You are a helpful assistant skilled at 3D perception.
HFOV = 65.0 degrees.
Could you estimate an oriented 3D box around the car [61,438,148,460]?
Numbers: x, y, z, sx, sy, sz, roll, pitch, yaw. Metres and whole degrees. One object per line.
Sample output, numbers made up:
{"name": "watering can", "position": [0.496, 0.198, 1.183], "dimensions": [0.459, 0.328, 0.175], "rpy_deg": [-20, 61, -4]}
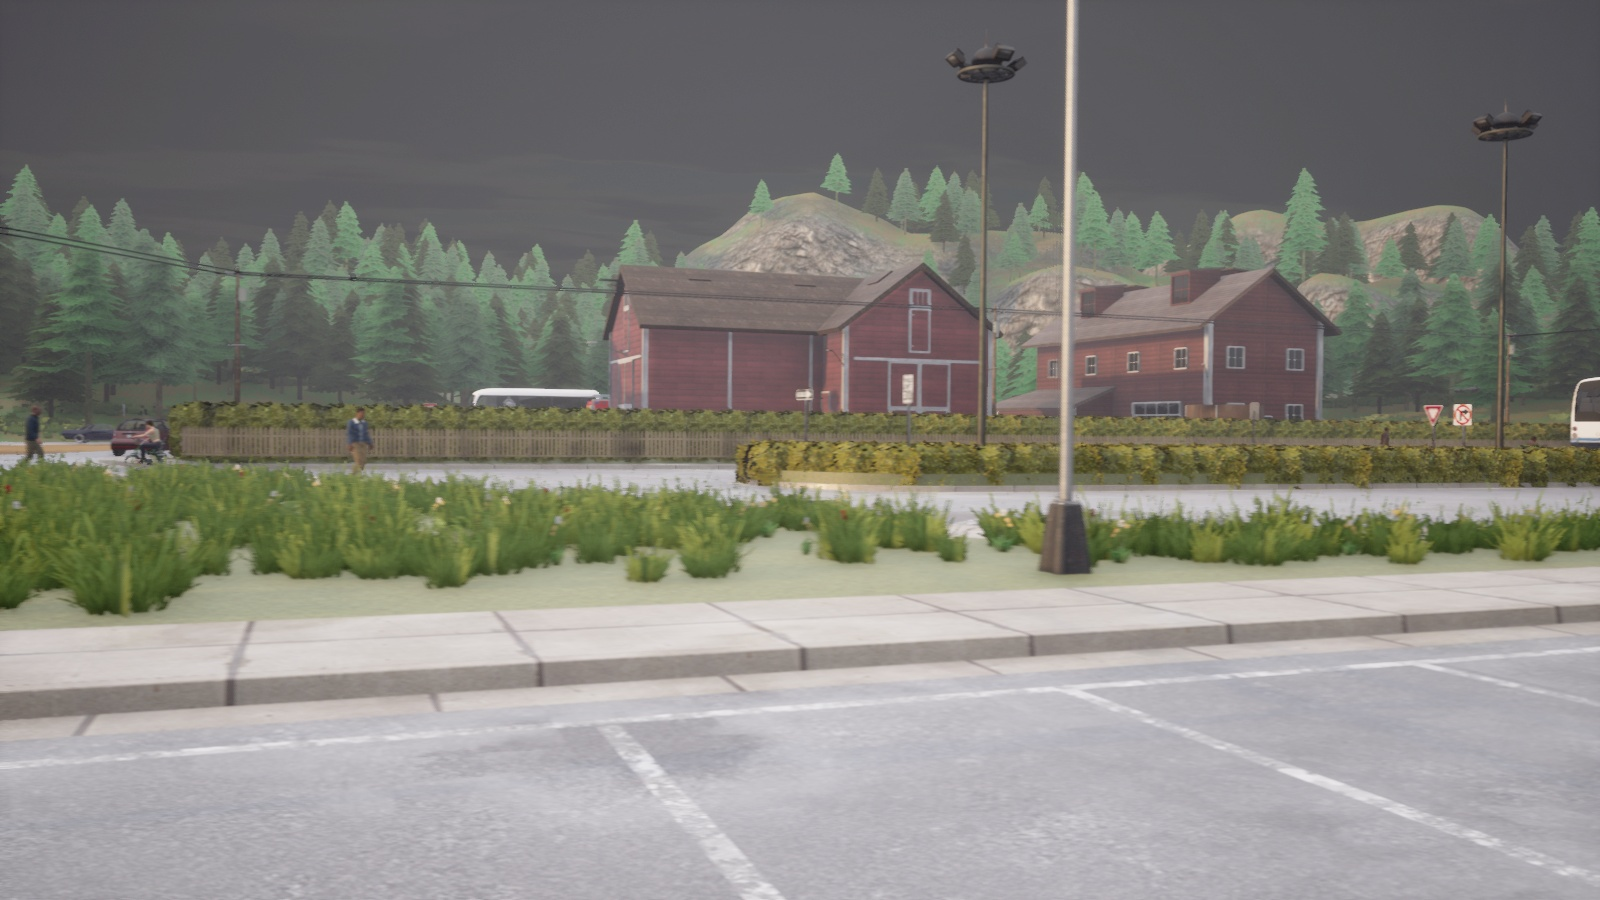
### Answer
{"name": "car", "position": [-45.253, -0.084, 81.833], "dimensions": [4.718, 1.301, 1.895], "rpy_deg": [-1, 1, -20]}

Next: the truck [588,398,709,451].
{"name": "truck", "position": [-11.323, -1.914, 93.981], "dimensions": [8.468, 3.827, 2.891], "rpy_deg": [-1, 1, -23]}

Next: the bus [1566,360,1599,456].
{"name": "bus", "position": [40.186, -1.940, 56.989], "dimensions": [10.273, 4.253, 3.944], "rpy_deg": [-1, 1, -22]}

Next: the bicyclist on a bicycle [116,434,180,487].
{"name": "bicyclist on a bicycle", "position": [-20.331, 0.315, 39.189], "dimensions": [1.509, 1.612, 0.866], "rpy_deg": [-1, 1, 2]}

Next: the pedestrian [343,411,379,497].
{"name": "pedestrian", "position": [-10.160, 0.090, 29.058], "dimensions": [0.788, 1.949, 0.423], "rpy_deg": [0, 1, 39]}

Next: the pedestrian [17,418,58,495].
{"name": "pedestrian", "position": [-18.365, 0.158, 30.251], "dimensions": [0.726, 1.842, 0.402], "rpy_deg": [-1, 1, -9]}

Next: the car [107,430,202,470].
{"name": "car", "position": [-27.457, -0.020, 53.541], "dimensions": [1.851, 1.617, 3.988], "rpy_deg": [-1, 1, 2]}

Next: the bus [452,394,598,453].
{"name": "bus", "position": [-20.659, -2.030, 94.337], "dimensions": [10.273, 4.253, 3.944], "rpy_deg": [-1, 1, -20]}
